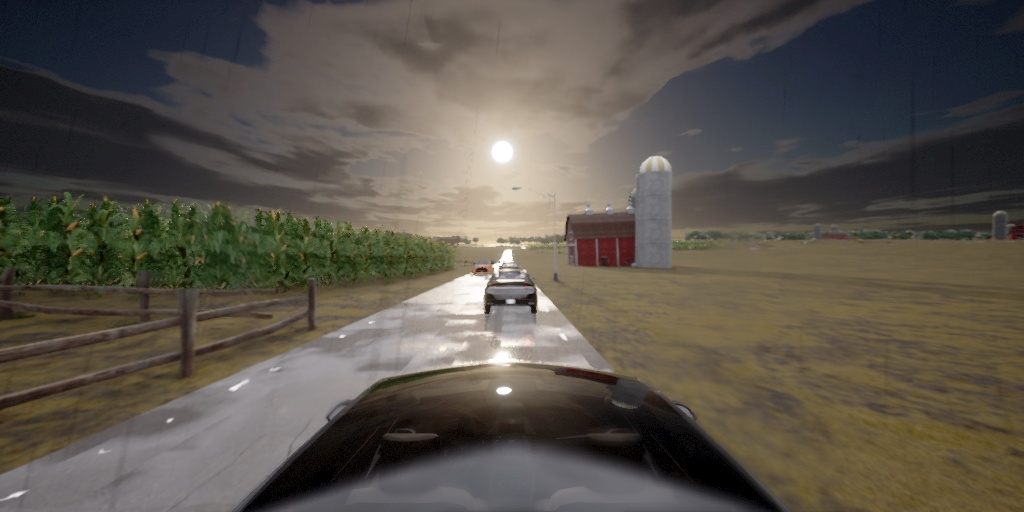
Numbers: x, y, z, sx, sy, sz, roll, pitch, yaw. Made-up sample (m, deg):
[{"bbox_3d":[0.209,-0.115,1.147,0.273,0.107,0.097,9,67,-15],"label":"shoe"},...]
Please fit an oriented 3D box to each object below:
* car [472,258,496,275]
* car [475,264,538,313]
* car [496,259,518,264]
[{"bbox_3d":[-3.172,1.175,39.771,2.097,1.767,4.553,0,0,0],"label":"car"},{"bbox_3d":[-0.058,1.247,13.941,2.128,1.511,4.902,0,0,0],"label":"car"},{"bbox_3d":[-0.181,1.257,31.481,1.882,1.535,5.008,0,0,0],"label":"car"}]
